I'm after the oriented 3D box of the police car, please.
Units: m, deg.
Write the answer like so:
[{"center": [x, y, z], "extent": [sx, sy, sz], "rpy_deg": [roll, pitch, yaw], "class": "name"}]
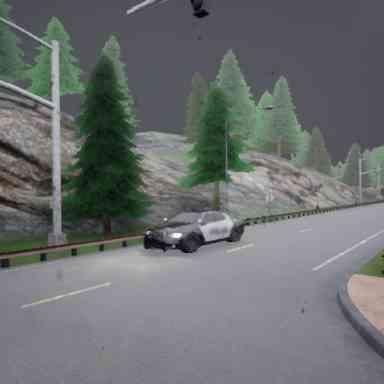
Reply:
[{"center": [0.182, 1.472, 13.587], "extent": [2.038, 1.542, 4.974], "rpy_deg": [-1, 0, 38], "class": "police car"}]
